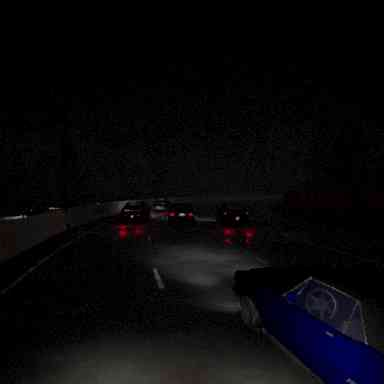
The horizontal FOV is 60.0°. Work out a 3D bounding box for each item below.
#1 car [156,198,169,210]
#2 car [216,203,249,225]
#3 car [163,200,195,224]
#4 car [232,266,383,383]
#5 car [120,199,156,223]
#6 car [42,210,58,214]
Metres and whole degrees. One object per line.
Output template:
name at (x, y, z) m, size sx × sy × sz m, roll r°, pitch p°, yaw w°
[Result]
car at (-3.454, 1.472, 39.170) m, size 2.128 × 1.511 × 4.902 m, roll 0°, pitch 0°, yaw 7°
car at (2.818, 1.514, 23.709) m, size 1.812 × 1.442 × 4.674 m, roll 0°, pitch 0°, yaw -2°
car at (-0.747, 1.535, 24.323) m, size 2.033 × 1.411 × 5.357 m, roll 0°, pitch 0°, yaw -2°
car at (2.130, 1.598, 4.072) m, size 1.895 × 1.301 × 4.718 m, roll 0°, pitch 0°, yaw -14°
car at (-4.191, 1.477, 25.260) m, size 2.128 × 1.511 × 4.902 m, roll 0°, pitch 0°, yaw -2°
car at (-14.738, 1.547, 32.668) m, size 1.994 × 1.385 × 4.181 m, roll 0°, pitch 0°, yaw 3°
